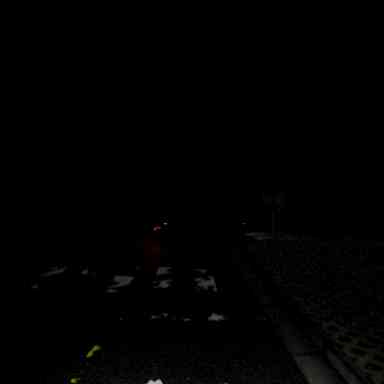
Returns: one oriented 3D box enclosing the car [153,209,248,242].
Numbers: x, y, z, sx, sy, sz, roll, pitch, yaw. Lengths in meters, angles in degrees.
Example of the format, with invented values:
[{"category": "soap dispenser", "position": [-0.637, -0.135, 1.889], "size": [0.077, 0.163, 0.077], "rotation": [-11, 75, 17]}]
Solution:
[{"category": "car", "position": [0.451, 1.543, 16.239], "size": [4.674, 1.442, 1.812], "rotation": [1, 0, -20]}]
